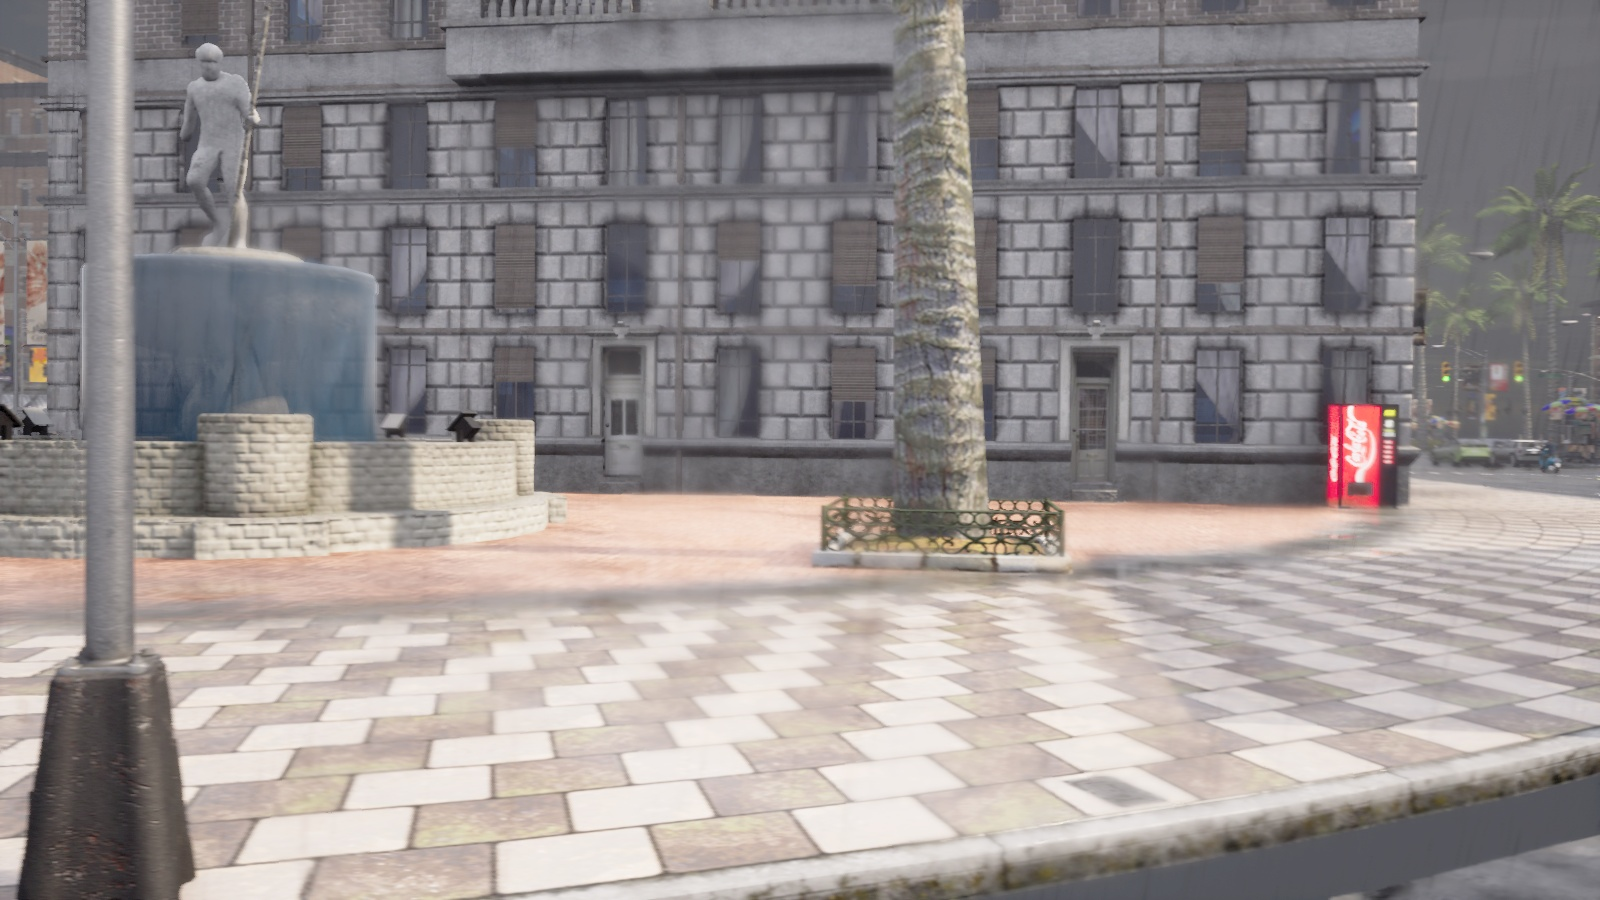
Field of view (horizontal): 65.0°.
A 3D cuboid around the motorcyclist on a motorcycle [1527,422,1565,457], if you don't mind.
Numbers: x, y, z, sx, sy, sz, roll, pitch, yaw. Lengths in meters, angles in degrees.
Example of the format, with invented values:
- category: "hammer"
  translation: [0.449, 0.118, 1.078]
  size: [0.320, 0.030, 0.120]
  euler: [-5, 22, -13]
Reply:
- category: "motorcyclist on a motorcycle"
  translation: [34.182, -0.490, 57.577]
  size: [0.866, 1.590, 1.817]
  euler: [-1, 1, 8]

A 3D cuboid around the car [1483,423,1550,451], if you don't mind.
- category: "car"
  translation: [39.331, -0.707, 69.033]
  size: [1.970, 1.475, 3.806]
  euler: [-1, 1, 8]

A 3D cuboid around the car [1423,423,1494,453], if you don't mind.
- category: "car"
  translation: [35.676, -0.671, 68.178]
  size: [2.007, 1.525, 4.514]
  euler: [-1, 1, 8]
